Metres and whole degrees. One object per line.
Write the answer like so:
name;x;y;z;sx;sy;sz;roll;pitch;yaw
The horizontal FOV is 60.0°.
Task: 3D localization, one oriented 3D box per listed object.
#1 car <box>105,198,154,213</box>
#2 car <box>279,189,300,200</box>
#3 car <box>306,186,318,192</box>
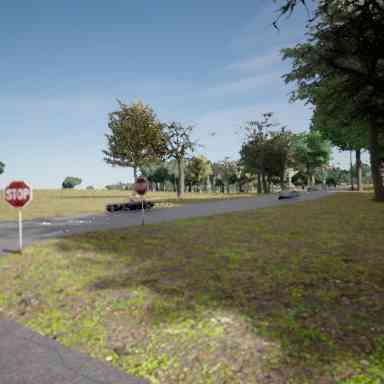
car;-5.662;1.232;30.612;1.895;1.301;4.718;-3;0;34
car;13.689;0.321;46.567;1.994;1.385;4.181;-3;0;34
car;30.032;-0.864;82.906;2.033;1.411;5.357;-3;1;34
